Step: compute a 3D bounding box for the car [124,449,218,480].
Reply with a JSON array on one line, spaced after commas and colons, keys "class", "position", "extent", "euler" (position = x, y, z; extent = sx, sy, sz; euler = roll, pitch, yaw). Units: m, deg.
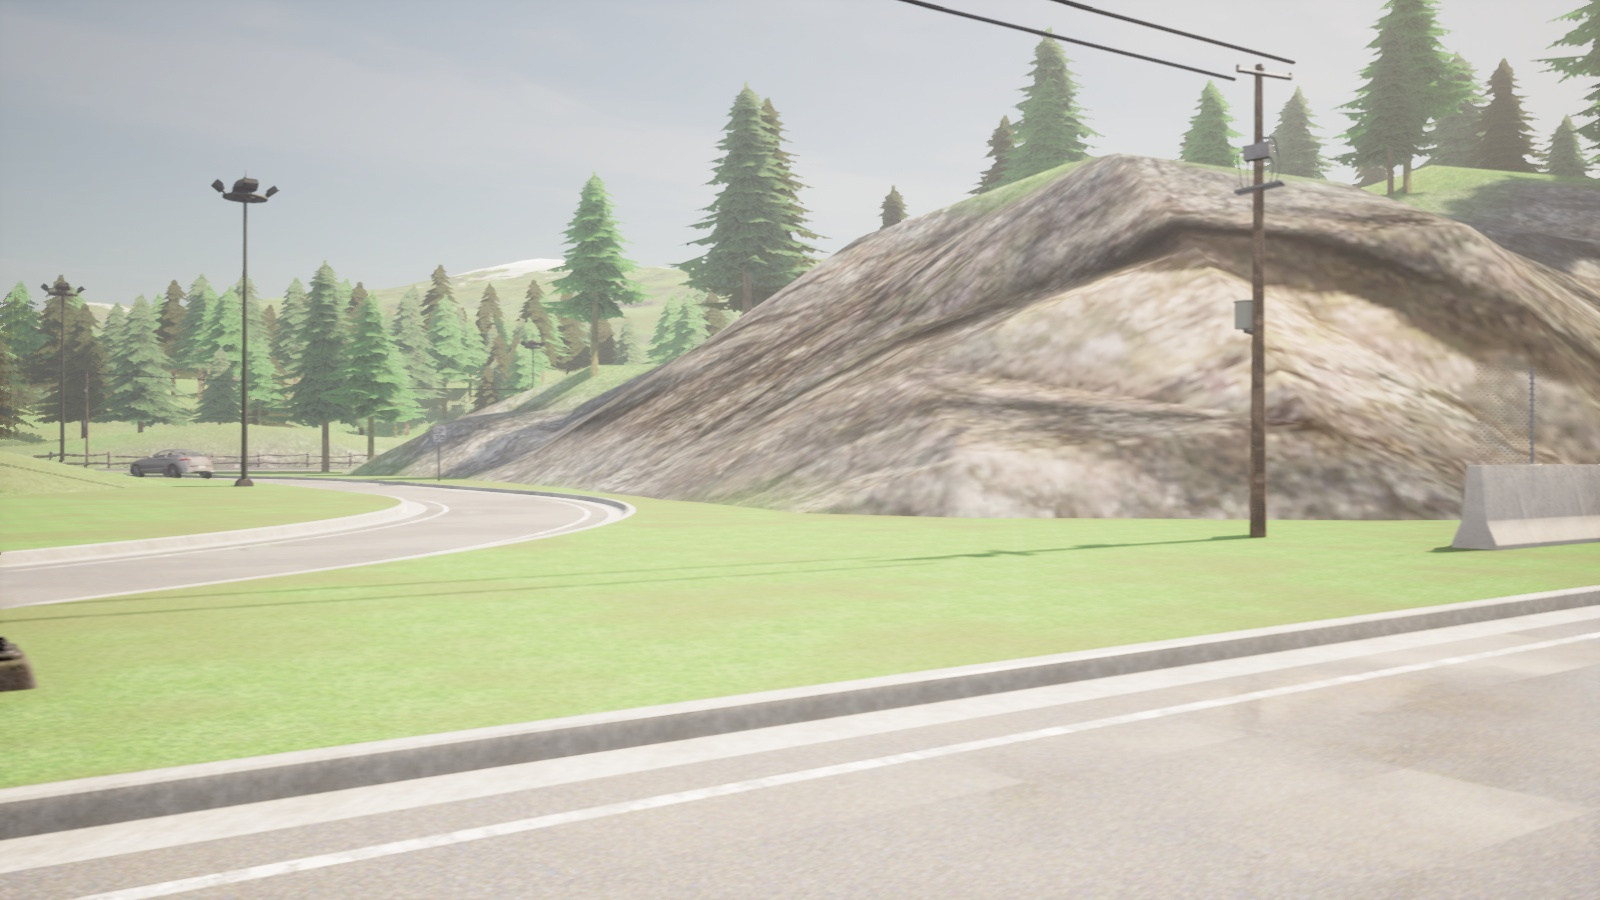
[{"class": "car", "position": [-34.389, 0.764, 68.631], "extent": [5.027, 1.651, 2.152], "euler": [0, 0, 30]}]

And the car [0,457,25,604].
[{"class": "car", "position": [-9.549, 0.806, 11.228], "extent": [1.816, 1.474, 4.193], "euler": [0, 0, 22]}]
